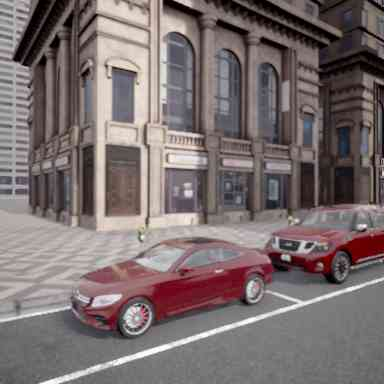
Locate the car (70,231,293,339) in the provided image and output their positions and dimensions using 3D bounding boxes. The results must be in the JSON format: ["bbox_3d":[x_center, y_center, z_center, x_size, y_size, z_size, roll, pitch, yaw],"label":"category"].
[{"bbox_3d":[-0.161,1.586,6.531,4.206,1.307,1.802,0,0,-36],"label":"car"}]

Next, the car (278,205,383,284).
[{"bbox_3d":[4.400,1.326,9.785,5.009,1.841,2.192,0,0,-36],"label":"car"}]
